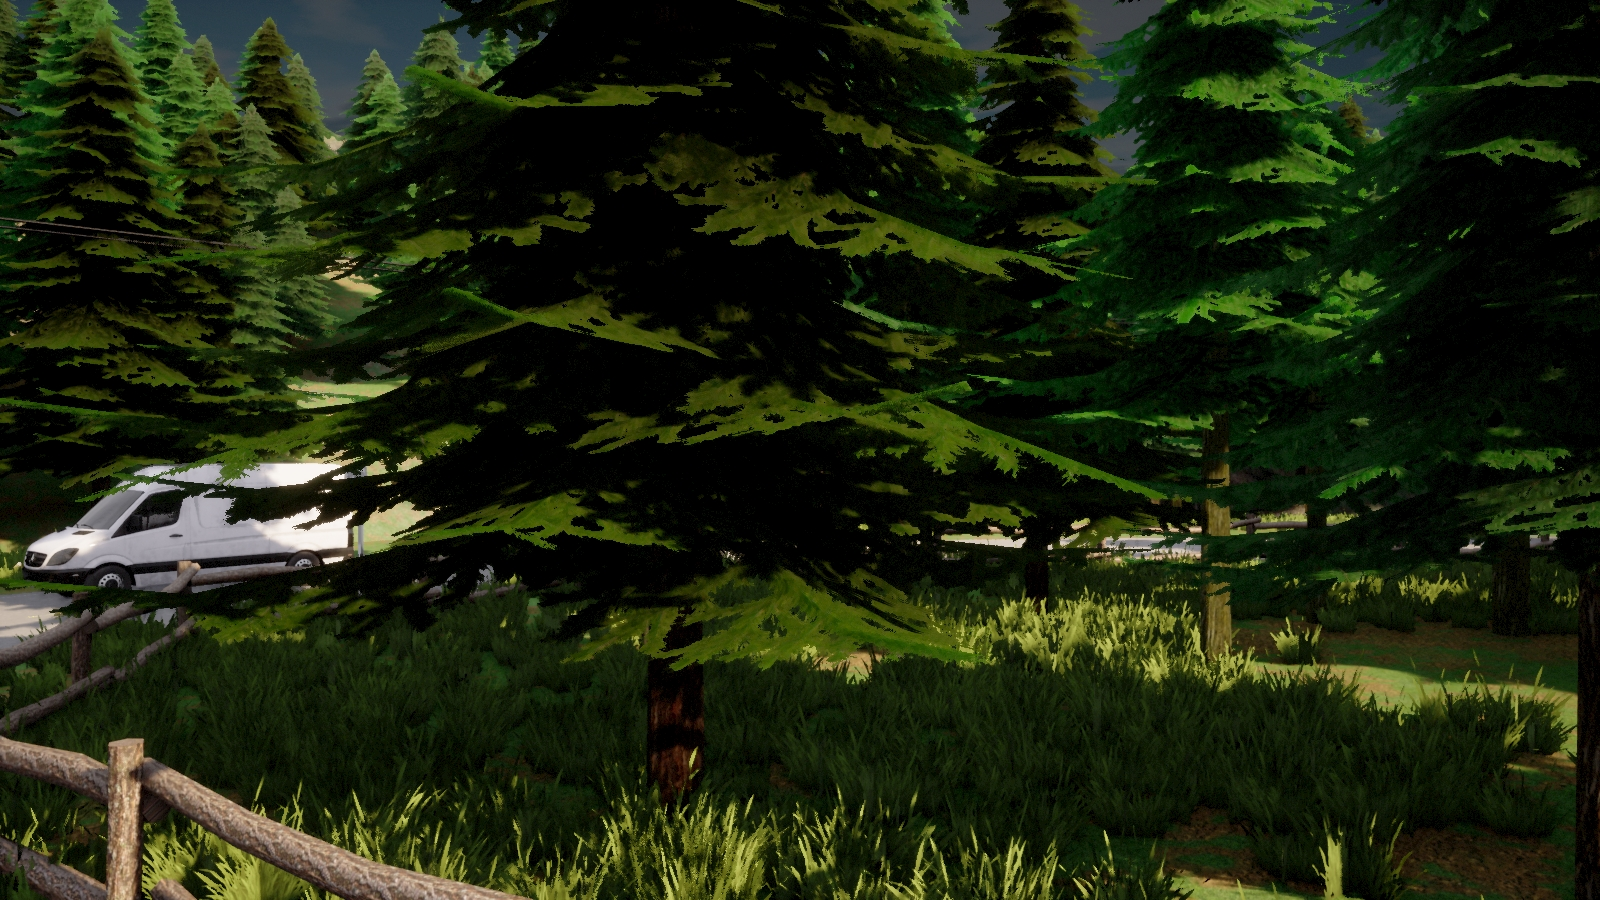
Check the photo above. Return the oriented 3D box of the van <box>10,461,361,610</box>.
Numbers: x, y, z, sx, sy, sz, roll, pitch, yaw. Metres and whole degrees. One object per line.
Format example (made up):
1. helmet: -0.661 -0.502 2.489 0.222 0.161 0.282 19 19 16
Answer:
1. van: -12.132 1.534 23.024 1.988 2.561 5.915 0 0 39
